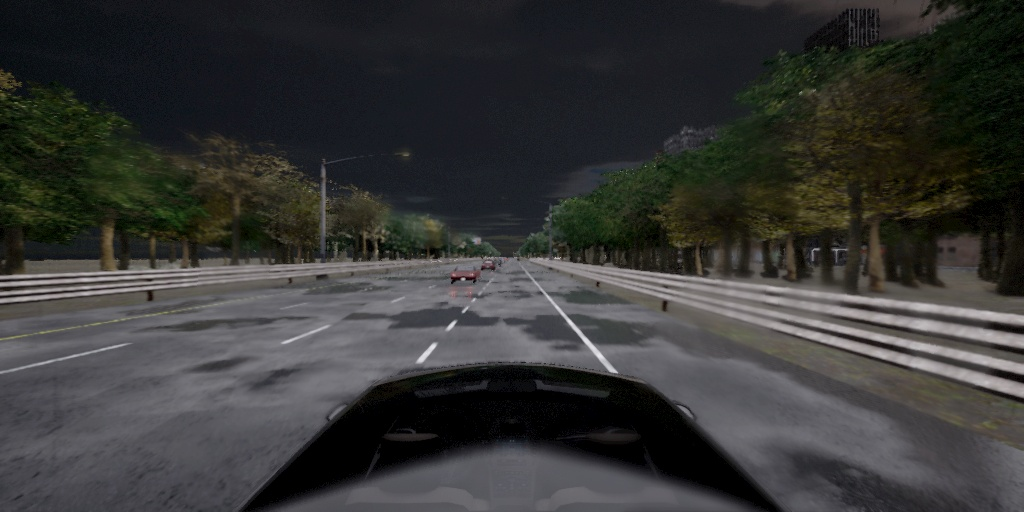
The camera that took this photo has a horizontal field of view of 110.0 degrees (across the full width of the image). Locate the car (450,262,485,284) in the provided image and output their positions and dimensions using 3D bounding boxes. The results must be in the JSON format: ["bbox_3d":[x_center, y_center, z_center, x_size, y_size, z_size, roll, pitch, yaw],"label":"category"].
[{"bbox_3d":[-3.461,1.373,27.614,1.895,1.301,4.718,0,0,0],"label":"car"}]

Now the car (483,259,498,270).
[{"bbox_3d":[-3.364,1.323,51.771,1.812,1.442,4.674,0,0,0],"label":"car"}]
